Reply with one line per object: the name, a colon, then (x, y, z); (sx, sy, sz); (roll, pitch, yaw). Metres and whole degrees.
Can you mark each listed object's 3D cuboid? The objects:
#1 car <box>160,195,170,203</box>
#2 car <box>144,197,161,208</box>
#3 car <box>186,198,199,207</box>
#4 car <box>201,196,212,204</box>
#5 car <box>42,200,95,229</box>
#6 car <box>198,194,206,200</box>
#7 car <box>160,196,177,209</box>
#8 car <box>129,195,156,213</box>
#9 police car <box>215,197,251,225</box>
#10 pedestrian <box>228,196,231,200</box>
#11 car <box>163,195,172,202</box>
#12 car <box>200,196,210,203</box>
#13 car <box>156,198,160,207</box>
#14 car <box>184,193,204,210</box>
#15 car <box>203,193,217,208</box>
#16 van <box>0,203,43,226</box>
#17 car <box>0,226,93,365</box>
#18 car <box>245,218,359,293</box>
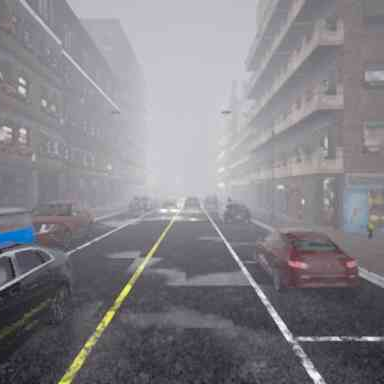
car: (-5.656, 1.457, 70.731); (1.752, 1.417, 4.829); (-1, 0, 0)
car: (-5.669, 1.515, 48.245); (1.947, 1.339, 4.313); (-1, 0, 0)
car: (0.035, 1.547, 51.494); (1.895, 1.301, 4.718); (0, 0, 0)
car: (2.722, 1.501, 65.199); (1.947, 1.339, 4.313); (-1, 0, 0)
car: (-5.704, 1.299, 14.261); (2.192, 1.841, 5.009); (-1, 0, 0)
car: (2.734, 1.358, 87.854); (1.967, 1.590, 4.097); (-1, 0, 0)
car: (-3.054, 1.553, 45.480); (1.895, 1.301, 4.718); (0, 0, 0)
car: (-5.679, 1.275, 36.917); (2.192, 1.841, 5.009); (-1, 0, 0)
police car: (3.016, 1.398, 24.108); (1.930, 1.638, 5.238); (0, 0, 0)
pedestrian: (3.018, 1.263, 27.105); (0.375, 1.860, 0.375); (-1, 1, -5)
car: (-5.652, 1.452, 76.395); (1.752, 1.417, 4.829); (-1, 0, 0)
car: (2.726, 1.512, 70.863); (1.802, 1.307, 4.206); (-1, 0, 0)
car: (-5.675, 1.395, 42.581); (1.967, 1.590, 4.097); (-1, 0, 0)
car: (0.069, 1.307, 42.435); (2.097, 1.767, 4.553); (0, 0, 1)
car: (2.707, 1.264, 48.207); (2.192, 1.841, 5.009); (-1, 0, 0)
van: (-5.679, 1.331, 8.598); (1.690, 1.788, 3.998); (-1, 0, 0)
car: (-3.097, 1.487, 4.224); (2.128, 1.511, 4.902); (0, 0, 0)
car: (2.686, 1.572, 8.561); (1.802, 1.307, 4.206); (-1, 0, 0)
